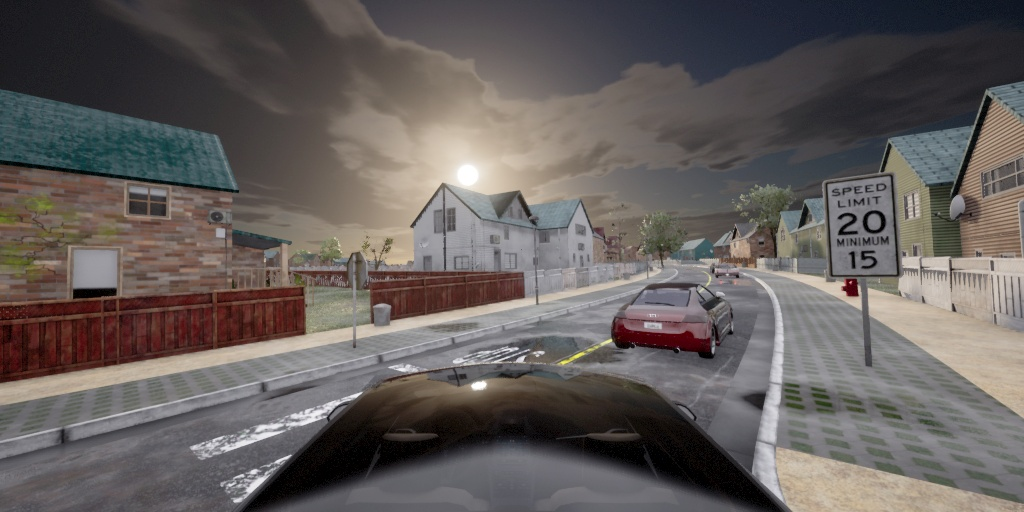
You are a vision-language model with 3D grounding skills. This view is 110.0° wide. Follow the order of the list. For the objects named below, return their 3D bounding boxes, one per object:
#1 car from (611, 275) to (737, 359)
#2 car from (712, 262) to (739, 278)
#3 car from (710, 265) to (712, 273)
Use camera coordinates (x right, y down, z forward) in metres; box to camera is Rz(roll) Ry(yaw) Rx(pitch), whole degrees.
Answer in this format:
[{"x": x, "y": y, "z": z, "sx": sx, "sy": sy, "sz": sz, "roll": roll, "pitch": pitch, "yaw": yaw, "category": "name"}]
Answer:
[{"x": 3.951, "y": 1.322, "z": 8.566, "sx": 1.994, "sy": 1.385, "sz": 4.181, "roll": -3, "pitch": -2, "yaw": 37, "category": "car"}, {"x": 20.482, "y": 1.394, "z": 34.268, "sx": 1.895, "sy": 1.301, "sz": 4.718, "roll": -3, "pitch": -1, "yaw": 29, "category": "car"}, {"x": 25.154, "y": 1.432, "z": 43.508, "sx": 1.895, "sy": 1.301, "sz": 4.718, "roll": -2, "pitch": -1, "yaw": 25, "category": "car"}]
